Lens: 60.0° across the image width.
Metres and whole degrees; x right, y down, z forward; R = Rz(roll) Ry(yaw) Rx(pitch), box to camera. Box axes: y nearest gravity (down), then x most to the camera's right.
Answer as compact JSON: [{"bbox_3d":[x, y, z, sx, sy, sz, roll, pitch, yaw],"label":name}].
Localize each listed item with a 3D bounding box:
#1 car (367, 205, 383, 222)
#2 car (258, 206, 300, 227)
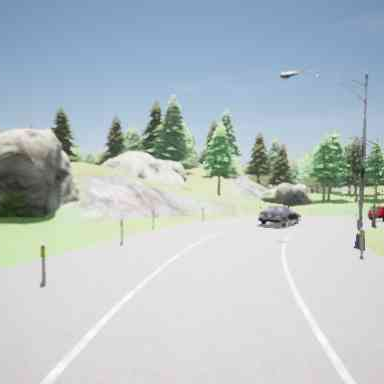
[{"bbox_3d":[25.672,2.907,44.169,5.566,2.045,2.150,5,0,-30],"label":"car"},{"bbox_3d":[6.589,1.751,24.804,2.033,1.411,5.357,3,0,32],"label":"car"}]
